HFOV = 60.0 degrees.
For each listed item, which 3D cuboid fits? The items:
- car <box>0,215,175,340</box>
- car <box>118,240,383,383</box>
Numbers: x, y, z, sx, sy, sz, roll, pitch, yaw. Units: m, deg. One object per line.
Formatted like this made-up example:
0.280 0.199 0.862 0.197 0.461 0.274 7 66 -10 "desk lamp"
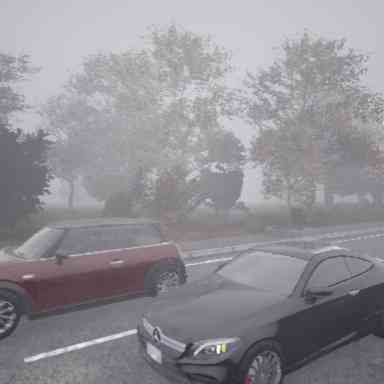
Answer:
-2.387 1.352 6.591 4.553 1.767 2.097 0 0 -36 "car"
1.475 1.525 5.047 4.674 1.442 1.812 0 0 -36 "car"
